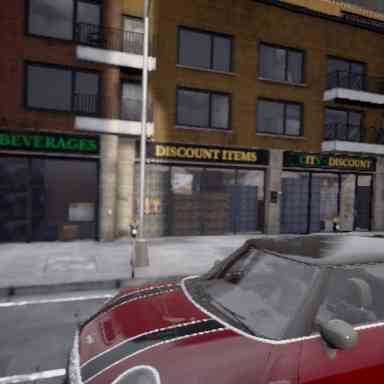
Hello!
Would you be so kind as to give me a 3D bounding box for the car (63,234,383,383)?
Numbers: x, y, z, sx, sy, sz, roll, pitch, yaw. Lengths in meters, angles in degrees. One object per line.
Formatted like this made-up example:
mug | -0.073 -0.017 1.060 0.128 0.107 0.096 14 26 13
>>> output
car | 1.097 1.285 3.425 4.553 1.767 2.097 1 2 -20
